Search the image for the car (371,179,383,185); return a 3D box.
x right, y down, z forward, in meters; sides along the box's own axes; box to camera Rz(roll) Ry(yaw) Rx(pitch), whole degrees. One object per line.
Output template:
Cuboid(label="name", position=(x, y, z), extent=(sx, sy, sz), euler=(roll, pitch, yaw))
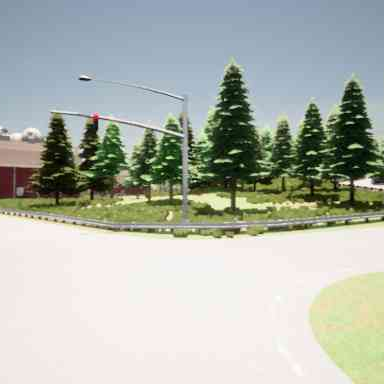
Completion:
Cuboid(label="car", position=(29.008, -1.901, 51.531), extent=(1.837, 1.490, 4.892), euler=(0, 5, 21))
